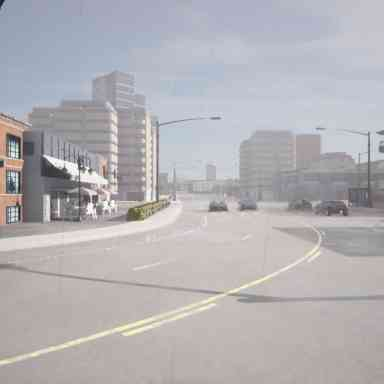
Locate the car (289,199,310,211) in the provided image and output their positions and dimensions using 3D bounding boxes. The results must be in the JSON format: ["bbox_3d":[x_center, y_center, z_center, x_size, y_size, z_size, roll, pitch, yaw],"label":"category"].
[{"bbox_3d":[13.618,1.551,41.888,1.812,1.442,4.674,0,0,0],"label":"car"}]

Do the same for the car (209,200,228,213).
[{"bbox_3d":[2.913,1.582,37.275,1.994,1.385,4.181,0,0,1],"label":"car"}]

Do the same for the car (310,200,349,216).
[{"bbox_3d":[13.517,1.526,32.452,1.837,1.490,4.892,0,0,1],"label":"car"}]

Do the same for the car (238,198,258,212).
[{"bbox_3d":[6.430,1.526,38.708,1.837,1.490,4.892,0,0,1],"label":"car"}]
